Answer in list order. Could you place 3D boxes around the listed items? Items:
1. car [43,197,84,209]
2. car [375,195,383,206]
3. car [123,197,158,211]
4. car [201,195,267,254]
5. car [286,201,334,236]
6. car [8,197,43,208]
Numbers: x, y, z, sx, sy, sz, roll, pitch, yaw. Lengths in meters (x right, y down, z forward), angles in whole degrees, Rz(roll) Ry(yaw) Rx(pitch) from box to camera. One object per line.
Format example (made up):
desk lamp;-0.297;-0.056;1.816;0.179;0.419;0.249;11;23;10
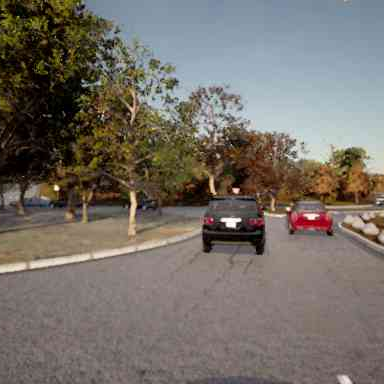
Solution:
car;-15.691;1.365;41.815;4.892;1.490;1.837;0;0;13
car;36.149;1.629;62.526;2.150;2.045;5.566;0;0;39
car;-5.945;1.376;38.594;4.902;1.511;2.128;0;0;35
car;1.775;1.134;13.281;2.150;2.045;5.566;0;0;11
car;6.308;1.273;18.242;2.097;1.767;4.553;0;0;13
car;-21.385;1.393;44.346;5.357;1.411;2.033;0;0;-12
